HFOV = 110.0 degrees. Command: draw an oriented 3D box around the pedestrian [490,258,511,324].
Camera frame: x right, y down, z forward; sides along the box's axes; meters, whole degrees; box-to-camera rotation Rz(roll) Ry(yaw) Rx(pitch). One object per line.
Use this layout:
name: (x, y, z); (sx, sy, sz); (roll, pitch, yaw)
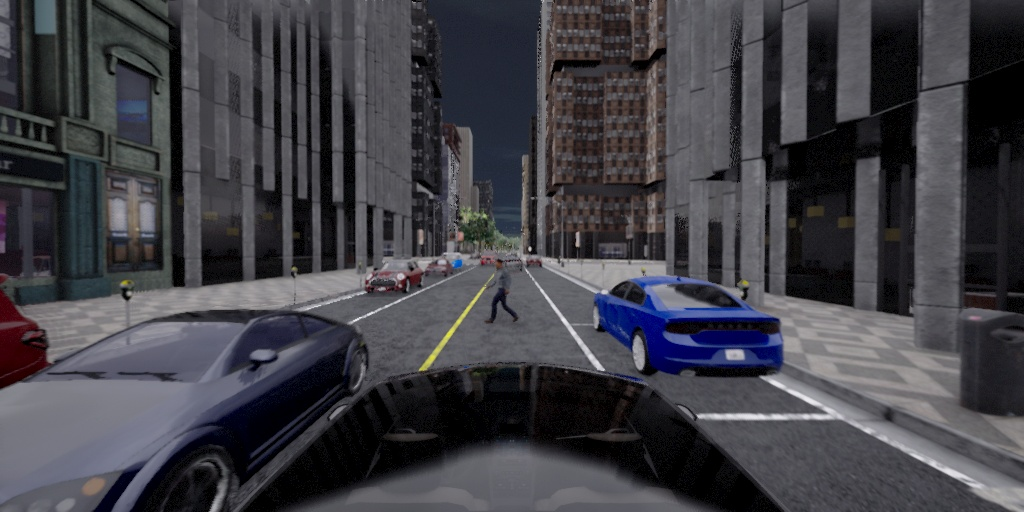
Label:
pedestrian: (-0.322, 0.909, 9.708); (0.375, 1.860, 0.375); (0, 1, -10)

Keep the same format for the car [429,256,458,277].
car: (-5.768, 0.899, 28.834); (1.802, 1.307, 4.207); (0, 0, 0)

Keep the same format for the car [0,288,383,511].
car: (-3.100, 1.281, 3.630); (1.994, 1.385, 4.181); (0, 1, 0)

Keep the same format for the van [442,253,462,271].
van: (-5.769, 0.578, 34.275); (1.690, 1.789, 3.998); (0, 0, 0)

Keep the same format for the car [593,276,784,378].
car: (2.999, 1.134, 7.294); (1.882, 1.535, 5.008); (0, 1, 0)

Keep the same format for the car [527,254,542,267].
car: (2.754, 0.518, 45.159); (1.967, 1.591, 4.097); (0, 0, 0)

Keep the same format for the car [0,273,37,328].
car: (-5.762, 1.066, 1.635); (2.192, 1.841, 5.009); (0, 0, 0)

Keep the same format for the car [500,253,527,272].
car: (0.081, 0.715, 35.290); (2.128, 1.511, 4.902); (0, 1, 0)

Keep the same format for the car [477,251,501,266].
car: (-3.009, 0.330, 48.495); (2.150, 2.045, 5.566); (0, 1, 0)

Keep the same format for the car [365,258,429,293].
car: (-5.766, 0.920, 17.956); (1.967, 1.591, 4.097); (0, 0, 0)
